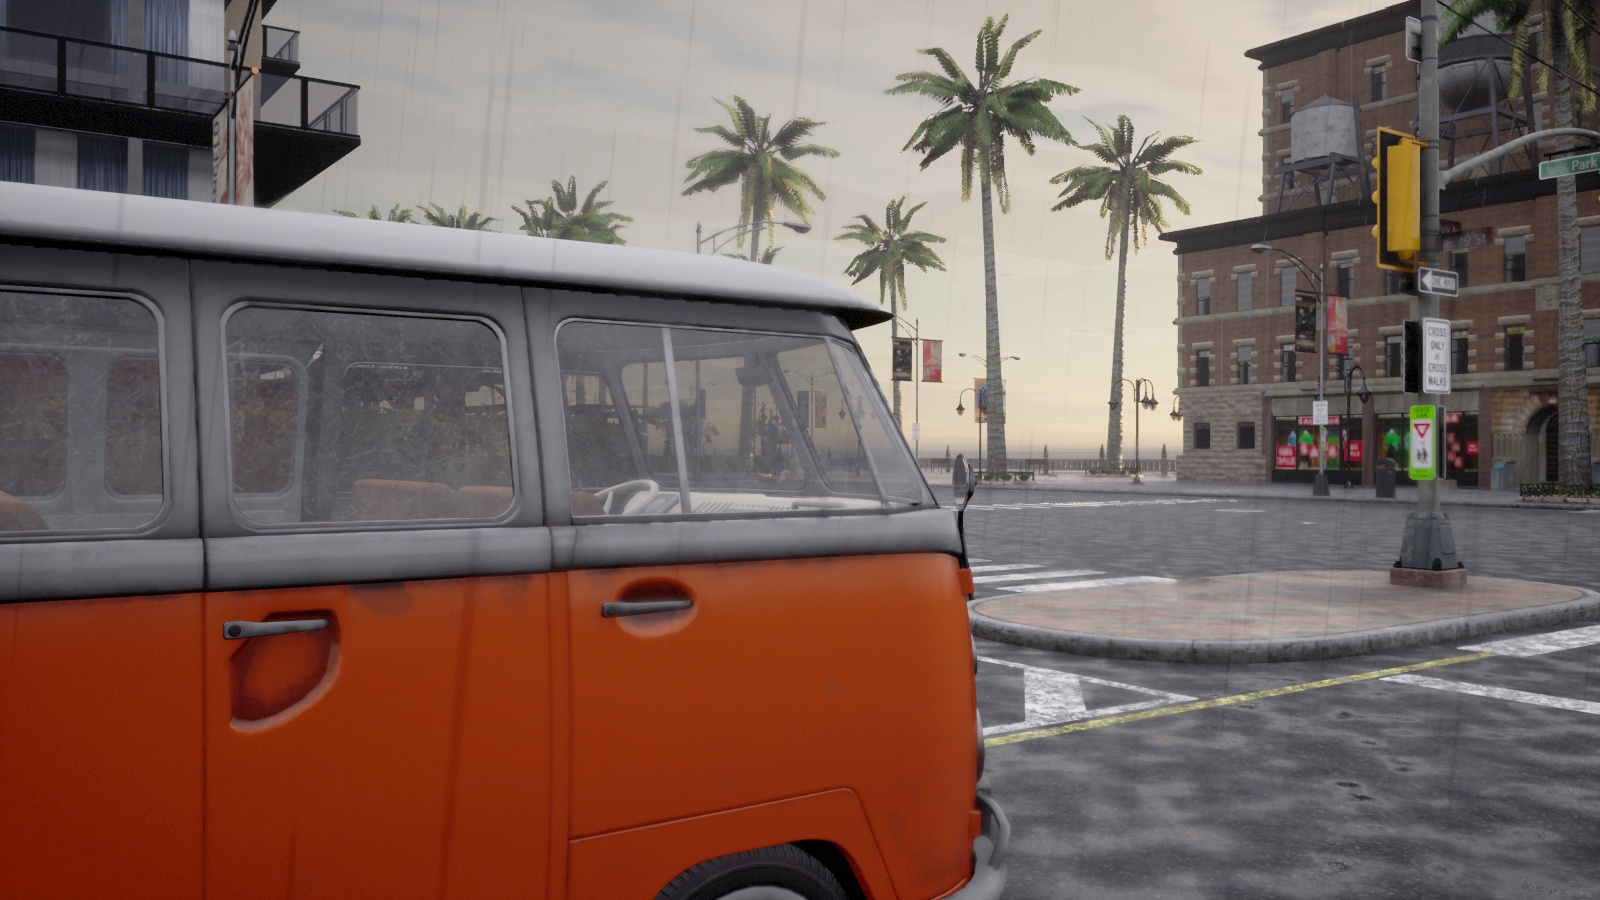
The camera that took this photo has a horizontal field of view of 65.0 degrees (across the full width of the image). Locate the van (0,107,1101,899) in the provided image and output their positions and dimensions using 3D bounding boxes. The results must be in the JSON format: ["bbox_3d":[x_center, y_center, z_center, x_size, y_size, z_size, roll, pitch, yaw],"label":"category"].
[{"bbox_3d":[-1.588,0.507,2.554,4.442,1.987,1.775,0,0,-35],"label":"van"}]
